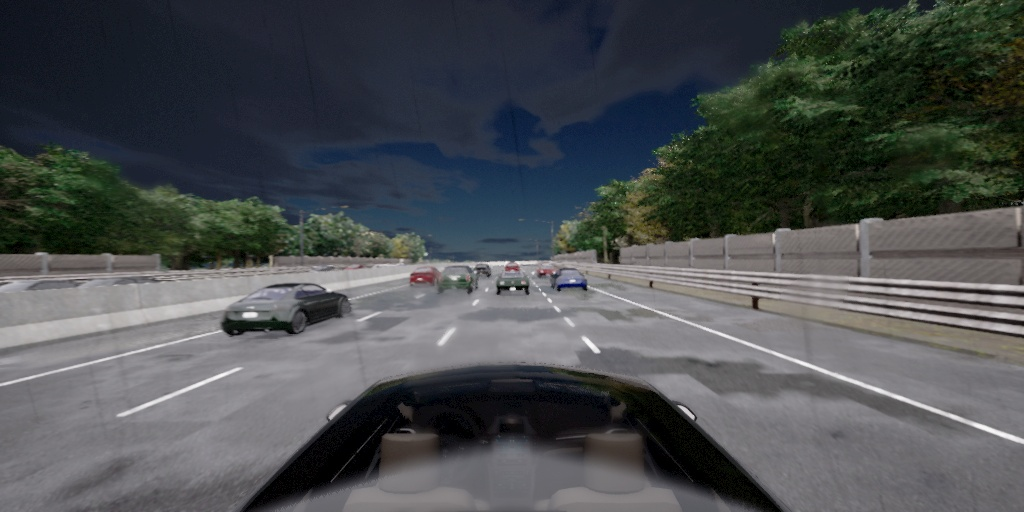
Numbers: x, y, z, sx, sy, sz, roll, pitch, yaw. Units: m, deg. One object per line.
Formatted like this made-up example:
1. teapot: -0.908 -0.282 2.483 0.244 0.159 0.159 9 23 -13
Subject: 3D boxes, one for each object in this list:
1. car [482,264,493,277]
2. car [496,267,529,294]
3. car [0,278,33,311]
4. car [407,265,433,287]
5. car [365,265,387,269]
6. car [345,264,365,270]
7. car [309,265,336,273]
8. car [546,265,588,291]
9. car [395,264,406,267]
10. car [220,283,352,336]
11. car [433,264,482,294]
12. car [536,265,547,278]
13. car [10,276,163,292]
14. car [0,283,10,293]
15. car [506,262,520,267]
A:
1. car: -3.351 1.652 41.135 1.837 1.490 4.892 -1 0 0
2. car: 0.049 1.558 22.202 1.895 1.301 4.718 -1 -1 0
3. car: -24.549 1.810 15.226 1.837 1.490 4.892 -1 -1 0
4. car: -6.851 1.606 29.230 1.882 1.535 5.008 -1 0 0
5. car: -20.983 2.129 56.827 1.895 1.301 4.718 -1 0 1
6. car: -24.485 2.061 56.355 1.882 1.535 5.008 -1 0 1
7. car: -27.992 2.112 53.018 2.128 1.511 4.902 -1 0 1
8. car: 3.649 1.473 23.575 1.994 1.385 4.181 -1 0 0
9. car: -17.483 2.018 56.884 2.033 1.411 5.357 -1 0 1
10. car: -6.851 1.533 11.387 1.994 1.385 4.181 -1 -1 0
11. car: -3.356 1.372 23.058 2.097 1.767 4.553 -1 -1 0
12. car: 3.648 1.617 38.732 1.895 1.301 4.718 -1 0 0
13. car: -17.550 1.671 15.772 1.882 1.535 5.008 -1 -1 0
14. car: -21.049 1.777 15.713 1.812 1.442 4.674 -1 -1 0
15. car: 0.047 1.591 45.403 1.882 1.535 5.008 -1 0 0
